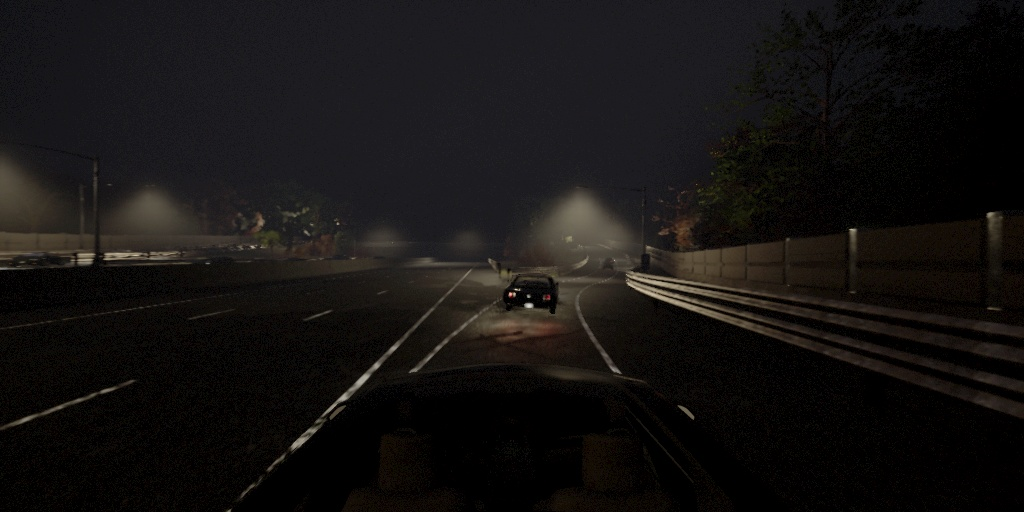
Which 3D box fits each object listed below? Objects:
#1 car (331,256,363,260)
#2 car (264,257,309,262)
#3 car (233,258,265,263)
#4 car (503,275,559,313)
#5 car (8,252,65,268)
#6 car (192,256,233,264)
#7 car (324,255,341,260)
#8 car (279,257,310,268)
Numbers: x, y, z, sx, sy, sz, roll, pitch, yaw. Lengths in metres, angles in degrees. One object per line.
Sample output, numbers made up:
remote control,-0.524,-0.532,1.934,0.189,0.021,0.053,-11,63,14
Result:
car,-25.412,1.090,55.467,2.033,1.411,5.357,0,0,-4
car,-24.268,1.089,39.477,2.033,1.411,5.357,0,0,-4
car,-27.791,1.003,39.736,2.128,1.511,4.902,0,0,-4
car,0.940,1.409,14.543,1.895,1.301,4.718,3,1,9
car,-44.575,0.338,33.718,1.994,1.385,4.181,0,1,-28
car,-31.142,0.833,37.522,2.097,1.767,4.553,0,0,-4
car,-28.997,1.038,56.634,1.812,1.442,4.674,1,0,-4
car,-32.286,0.959,53.458,1.882,1.535,5.008,1,0,-4
